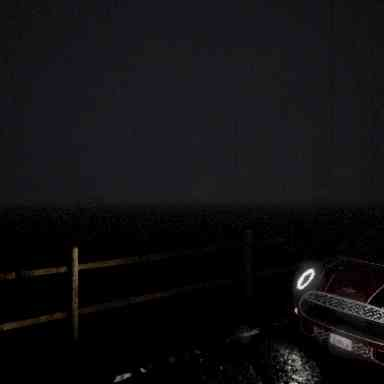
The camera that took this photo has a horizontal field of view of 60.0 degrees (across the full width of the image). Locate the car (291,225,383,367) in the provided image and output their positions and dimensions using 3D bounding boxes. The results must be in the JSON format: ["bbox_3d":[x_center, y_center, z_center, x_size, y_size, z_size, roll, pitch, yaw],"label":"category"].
[{"bbox_3d":[3.758,1.351,5.622,4.553,1.767,2.097,0,0,-35],"label":"car"}]
